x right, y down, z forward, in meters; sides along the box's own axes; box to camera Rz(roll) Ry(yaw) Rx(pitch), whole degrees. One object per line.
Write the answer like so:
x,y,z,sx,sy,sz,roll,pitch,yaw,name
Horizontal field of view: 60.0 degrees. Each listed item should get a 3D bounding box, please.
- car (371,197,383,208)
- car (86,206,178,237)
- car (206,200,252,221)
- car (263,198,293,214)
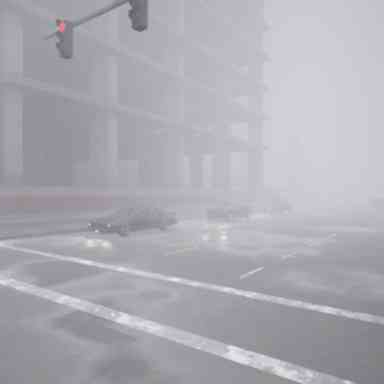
26.980,1.469,47.770,1.837,1.490,4.892,0,0,35,car
-2.980,1.464,17.928,2.033,1.411,5.357,0,0,35,car
3.017,1.398,26.387,1.882,1.535,5.008,0,0,35,car
9.030,1.415,34.863,2.128,1.511,4.902,0,0,35,car
